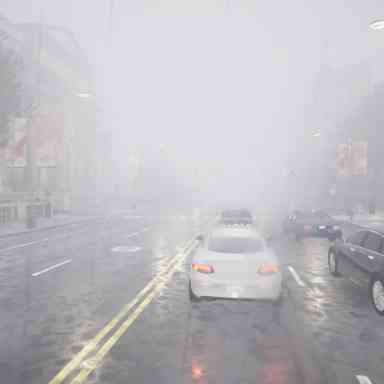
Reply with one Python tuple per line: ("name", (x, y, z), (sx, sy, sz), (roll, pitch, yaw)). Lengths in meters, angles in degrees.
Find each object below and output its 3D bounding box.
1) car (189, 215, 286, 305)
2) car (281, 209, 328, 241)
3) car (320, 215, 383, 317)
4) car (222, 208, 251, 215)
("car", (1.034, 1.526, 8.031), (1.812, 1.442, 4.674), (0, 0, 7))
("car", (5.759, 1.547, 16.597), (2.033, 1.411, 5.357), (0, 0, 6))
("car", (4.469, 1.505, 7.326), (1.837, 1.490, 4.892), (0, 0, 7))
("car", (2.322, 1.547, 17.488), (2.033, 1.411, 5.357), (0, 0, 8))
